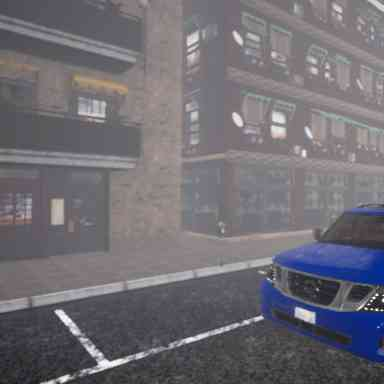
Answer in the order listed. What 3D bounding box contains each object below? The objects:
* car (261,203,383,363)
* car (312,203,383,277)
[{"bbox_3d":[3.706,1.250,5.898,5.566,2.045,2.150,0,0,-35],"label":"car"},{"bbox_3d":[6.536,1.366,11.219,5.009,1.841,2.192,0,0,-36],"label":"car"}]
